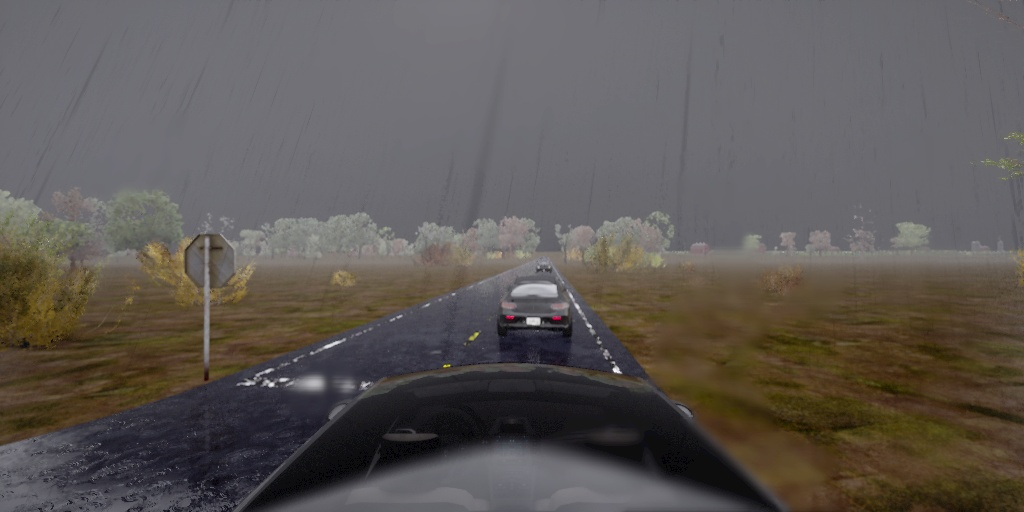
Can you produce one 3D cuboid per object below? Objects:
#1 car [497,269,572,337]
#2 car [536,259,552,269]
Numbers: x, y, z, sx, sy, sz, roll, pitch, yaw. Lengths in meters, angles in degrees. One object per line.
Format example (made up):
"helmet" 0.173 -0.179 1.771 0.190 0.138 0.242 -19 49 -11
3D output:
"car" 0.688 1.271 10.197 1.812 1.442 4.674 0 0 5
"car" 3.817 1.324 42.480 1.895 1.301 4.718 0 0 6
